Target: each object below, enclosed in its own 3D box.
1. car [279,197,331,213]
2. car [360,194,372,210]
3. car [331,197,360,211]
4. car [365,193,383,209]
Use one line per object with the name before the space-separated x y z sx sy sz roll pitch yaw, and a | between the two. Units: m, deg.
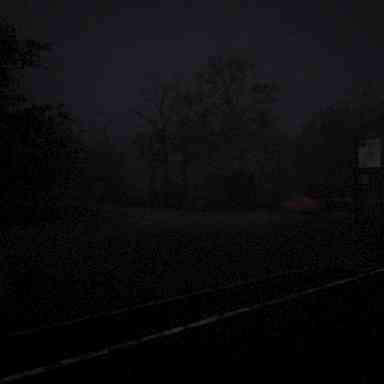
car | 11.318 1.318 34.570 2.097 1.535 5.008 0 0 -35
car | 18.118 1.354 39.424 2.002 1.452 4.674 0 0 -35
car | 15.847 1.311 37.809 2.097 1.535 5.008 0 0 -35
car | 22.672 1.202 42.630 2.185 1.767 4.553 0 0 -36
